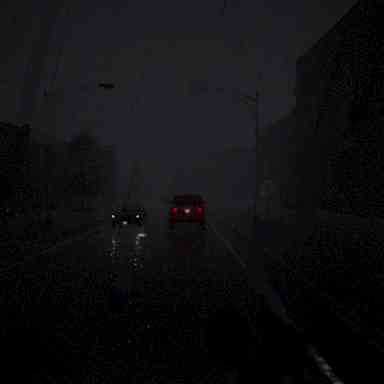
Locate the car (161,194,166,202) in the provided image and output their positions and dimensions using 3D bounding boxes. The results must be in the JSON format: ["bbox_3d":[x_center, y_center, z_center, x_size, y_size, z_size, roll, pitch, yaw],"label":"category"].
[{"bbox_3d":[-4.843,1.172,63.643,1.882,1.535,5.008,0,1,-2],"label":"car"}]

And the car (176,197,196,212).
[{"bbox_3d":[-0.679,1.376,38.394,2.128,1.511,4.902,0,0,-1],"label":"car"}]

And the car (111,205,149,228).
[{"bbox_3d":[-4.030,1.539,22.030,1.895,1.301,4.718,0,0,-1],"label":"car"}]

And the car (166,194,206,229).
[{"bbox_3d":[-0.316,1.158,21.361,2.150,2.045,5.566,0,0,-1],"label":"car"}]
